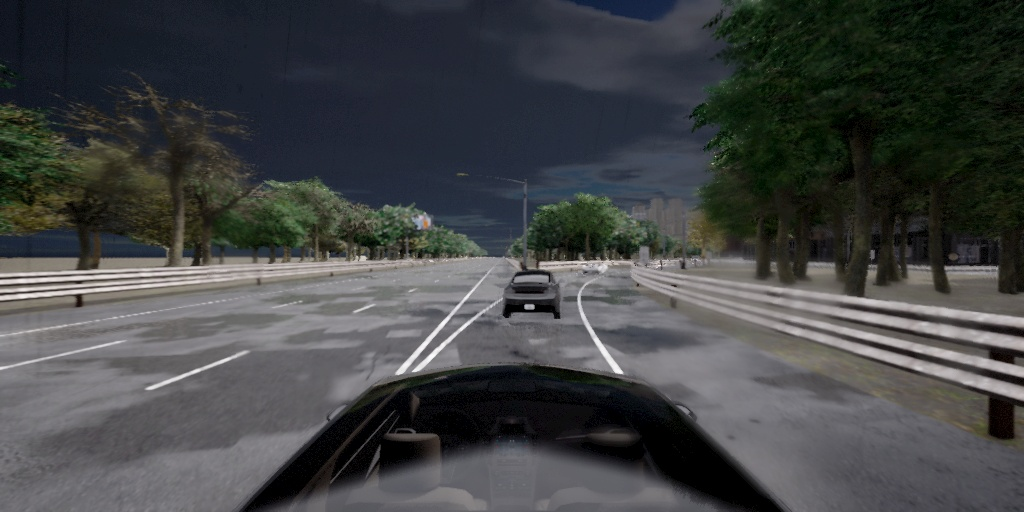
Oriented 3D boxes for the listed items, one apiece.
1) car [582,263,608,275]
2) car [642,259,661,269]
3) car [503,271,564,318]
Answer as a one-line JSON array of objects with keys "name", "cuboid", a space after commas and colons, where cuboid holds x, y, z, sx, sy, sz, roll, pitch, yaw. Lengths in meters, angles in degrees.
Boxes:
[{"name": "car", "cuboid": [9.490, 1.411, 40.578, 1.895, 1.301, 4.718, 0, 0, 27]}, {"name": "car", "cuboid": [23.305, 1.318, 60.076, 1.882, 1.535, 5.008, 0, 0, 42]}, {"name": "car", "cuboid": [0.853, 1.269, 13.067, 1.837, 1.490, 4.892, -1, 0, 8]}]
